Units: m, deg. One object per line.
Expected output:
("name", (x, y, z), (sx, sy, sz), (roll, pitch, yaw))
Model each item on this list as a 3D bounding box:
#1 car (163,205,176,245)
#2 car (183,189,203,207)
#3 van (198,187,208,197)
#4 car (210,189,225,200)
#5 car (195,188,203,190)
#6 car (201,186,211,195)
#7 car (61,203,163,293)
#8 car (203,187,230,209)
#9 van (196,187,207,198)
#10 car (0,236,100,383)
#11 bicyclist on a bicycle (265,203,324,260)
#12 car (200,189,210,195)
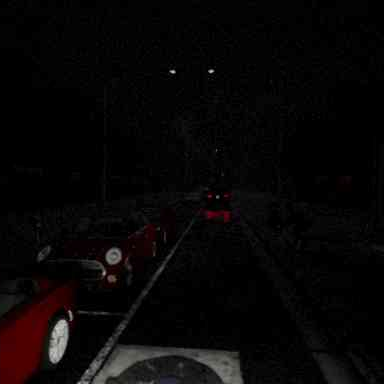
("car", (-1.694, 1.202, 13.696), (1.887, 1.381, 4.507), (1, 1, 4))
("car", (-0.008, 0.713, 35.312), (1.752, 1.417, 4.829), (1, 1, 4))
("van", (2.129, -0.027, 62.709), (1.690, 1.788, 3.998), (1, 1, 4))
("car", (3.939, 0.404, 50.759), (2.128, 1.511, 4.902), (1, 1, 5))
("car", (0.852, 0.542, 46.374), (1.802, 1.307, 4.206), (1, 1, 4))
("car", (3.403, -0.377, 79.048), (2.192, 1.841, 5.009), (1, 1, 4))
("car", (-2.117, 1.217, 8.247), (1.967, 1.590, 4.097), (1, 1, 4))
("car", (2.543, 0.503, 32.749), (2.150, 2.045, 5.566), (1, 1, 4))
("van", (1.705, 0.083, 57.262), (1.690, 1.788, 3.998), (1, 1, 4))
("car", (-2.540, 1.440, 2.804), (1.887, 1.381, 4.507), (1, 1, 4))
("bicyclist on a bicycle", (2.909, 1.127, 9.413), (1.656, 1.620, 0.582), (1, 1, 4))
("car", (2.975, -0.035, 73.606), (2.008, 1.369, 4.403), (1, 1, 4))
